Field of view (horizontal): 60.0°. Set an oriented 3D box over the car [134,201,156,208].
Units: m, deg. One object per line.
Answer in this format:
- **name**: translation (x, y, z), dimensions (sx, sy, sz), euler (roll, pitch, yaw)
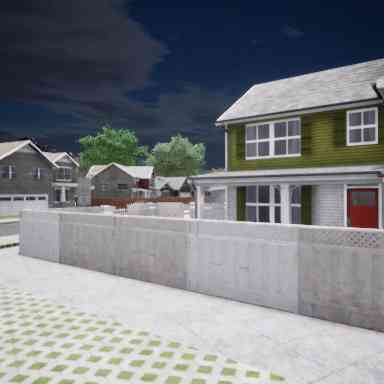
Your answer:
- **car**: translation (-4.854, 1.635, 34.509), dimensions (1.812, 1.442, 4.674), euler (0, 0, 19)
